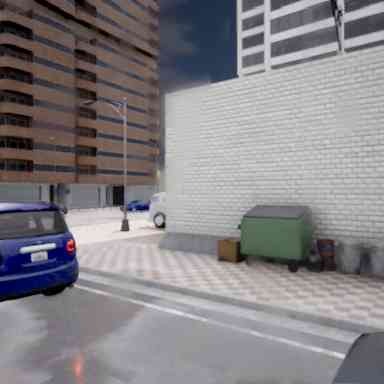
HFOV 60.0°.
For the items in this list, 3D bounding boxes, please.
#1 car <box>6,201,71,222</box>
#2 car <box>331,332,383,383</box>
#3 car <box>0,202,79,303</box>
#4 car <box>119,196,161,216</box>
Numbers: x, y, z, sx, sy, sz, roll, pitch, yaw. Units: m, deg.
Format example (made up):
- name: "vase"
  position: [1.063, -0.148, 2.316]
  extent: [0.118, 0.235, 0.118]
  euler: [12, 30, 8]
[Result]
- name: "car"
  position: [-13.400, 1.651, 29.349]
  extent: [1.837, 1.490, 4.892]
  euler: [0, 0, 35]
- name: "car"
  position: [3.465, 1.541, 1.519]
  extent: [5.357, 1.411, 2.033]
  euler: [0, 0, 36]
- name: "car"
  position: [-4.886, 1.248, 7.468]
  extent: [5.566, 2.045, 2.150]
  euler: [0, 0, 36]
- name: "car"
  position: [-6.311, 1.624, 39.263]
  extent: [1.882, 1.535, 5.008]
  euler: [0, 0, 36]
